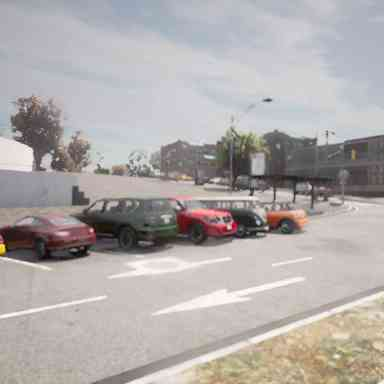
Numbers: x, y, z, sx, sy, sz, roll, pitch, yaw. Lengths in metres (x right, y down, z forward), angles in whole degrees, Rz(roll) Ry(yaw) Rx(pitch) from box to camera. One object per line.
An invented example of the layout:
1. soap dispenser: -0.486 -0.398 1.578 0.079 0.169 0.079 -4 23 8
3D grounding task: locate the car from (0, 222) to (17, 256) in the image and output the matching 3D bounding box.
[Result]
1. car: -8.192 1.490 10.883 5.366 1.575 1.946 -1 0 34

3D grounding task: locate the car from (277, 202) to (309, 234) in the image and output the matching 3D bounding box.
1. car: 4.287 1.347 19.416 4.553 1.767 2.185 -1 0 35

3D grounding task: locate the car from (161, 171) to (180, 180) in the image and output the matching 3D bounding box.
1. car: -5.243 -3.995 82.323 2.185 1.767 4.553 6 3 34

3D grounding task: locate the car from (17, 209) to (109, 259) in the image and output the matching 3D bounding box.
1. car: -5.588 1.527 12.515 4.674 1.452 2.002 -1 0 35

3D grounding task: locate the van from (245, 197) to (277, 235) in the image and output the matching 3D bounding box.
1. van: 1.881 1.249 17.661 4.442 1.987 1.878 -1 -1 35

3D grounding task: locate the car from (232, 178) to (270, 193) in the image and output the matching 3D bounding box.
1. car: 8.432 -0.794 47.709 1.812 1.442 4.674 2 4 -36

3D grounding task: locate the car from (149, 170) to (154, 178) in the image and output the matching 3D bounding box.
1. car: -8.755 -4.507 87.133 2.435 2.045 5.566 1 -1 34

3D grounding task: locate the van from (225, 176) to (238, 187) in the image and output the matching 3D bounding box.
1. van: 8.698 -1.907 62.604 1.878 1.987 4.442 7 4 35

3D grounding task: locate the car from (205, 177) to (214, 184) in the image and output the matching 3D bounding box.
1. car: 5.282 -2.187 67.649 2.002 1.452 4.674 7 4 35

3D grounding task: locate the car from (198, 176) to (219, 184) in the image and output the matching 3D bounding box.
1. car: 3.534 -2.461 70.107 2.002 1.452 4.674 7 3 35

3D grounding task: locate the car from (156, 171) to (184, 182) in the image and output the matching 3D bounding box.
1. car: -4.370 -2.774 65.657 2.033 1.411 5.357 2 4 -36

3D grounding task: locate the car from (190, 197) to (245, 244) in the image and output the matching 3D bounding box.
1. car: -0.655 1.228 15.987 5.566 2.045 2.435 -1 -1 35

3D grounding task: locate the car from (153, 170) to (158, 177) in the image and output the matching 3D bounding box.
1. car: -6.978 -4.230 84.790 2.185 1.767 4.553 4 1 33

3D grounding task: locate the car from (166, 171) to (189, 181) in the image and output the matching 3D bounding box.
1. car: -3.444 -3.843 79.861 2.435 2.045 5.566 7 4 34

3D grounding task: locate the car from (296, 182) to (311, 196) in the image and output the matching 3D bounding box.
1. car: 17.423 -0.568 50.403 2.435 2.045 5.566 7 3 35

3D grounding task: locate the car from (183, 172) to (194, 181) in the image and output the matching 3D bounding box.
1. car: -1.587 -3.321 77.606 1.946 1.575 5.366 7 3 34

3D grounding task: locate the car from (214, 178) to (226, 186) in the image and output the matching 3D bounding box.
1. car: 7.118 -1.956 65.332 1.946 1.575 5.366 7 3 35

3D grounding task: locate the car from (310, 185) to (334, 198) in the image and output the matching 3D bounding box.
1. car: 19.120 -0.005 47.935 2.002 1.452 4.674 7 3 35

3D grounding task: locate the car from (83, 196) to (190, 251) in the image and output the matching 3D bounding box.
1. car: -3.165 1.232 14.277 5.566 2.045 2.435 -1 0 35
